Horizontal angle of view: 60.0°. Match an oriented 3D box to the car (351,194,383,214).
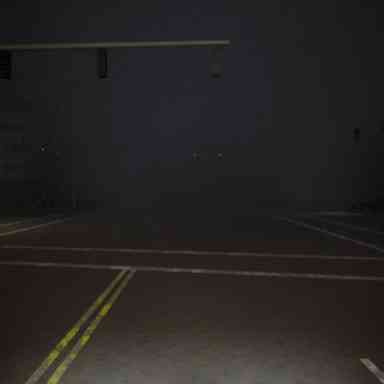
[{"bbox_3d":[17.438,1.170,30.925,5.008,1.535,1.882,-1,0,1],"label":"car"}]
